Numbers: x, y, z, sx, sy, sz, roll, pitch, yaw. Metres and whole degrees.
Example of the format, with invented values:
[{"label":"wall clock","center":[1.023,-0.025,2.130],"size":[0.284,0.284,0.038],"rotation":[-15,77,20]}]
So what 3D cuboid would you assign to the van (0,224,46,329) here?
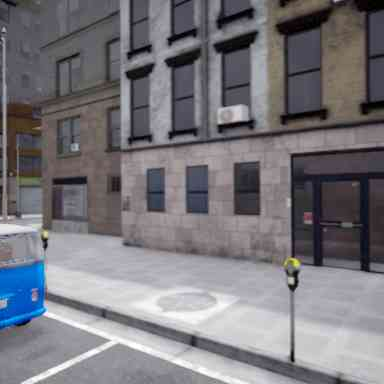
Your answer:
[{"label":"van","center":[-4.291,1.406,5.870],"size":[3.998,1.788,1.690],"rotation":[-1,0,35]}]
